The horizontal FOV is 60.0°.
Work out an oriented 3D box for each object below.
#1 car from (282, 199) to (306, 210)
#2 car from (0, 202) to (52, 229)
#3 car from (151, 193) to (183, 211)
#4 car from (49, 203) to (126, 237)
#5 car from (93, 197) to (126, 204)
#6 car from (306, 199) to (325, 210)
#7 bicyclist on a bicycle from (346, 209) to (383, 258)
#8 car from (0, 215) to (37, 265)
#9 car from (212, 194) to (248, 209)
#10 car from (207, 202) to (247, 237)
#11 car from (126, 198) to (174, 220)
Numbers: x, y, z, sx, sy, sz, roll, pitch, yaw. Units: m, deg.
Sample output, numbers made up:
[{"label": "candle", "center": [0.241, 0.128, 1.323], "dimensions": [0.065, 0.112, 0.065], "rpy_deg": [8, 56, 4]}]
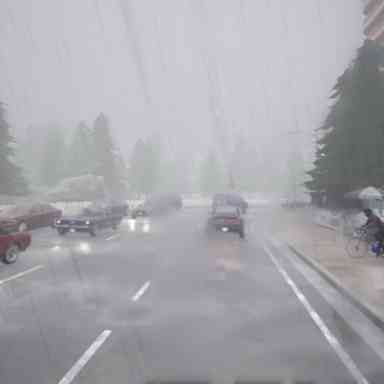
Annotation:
[{"label": "car", "center": [14.808, 1.672, 47.148], "dimensions": [4.902, 1.511, 2.128], "rpy_deg": [1, 0, -36]}, {"label": "car", "center": [-8.824, 1.323, 17.714], "dimensions": [1.882, 1.535, 5.008], "rpy_deg": [1, 0, 7]}, {"label": "car", "center": [-3.141, 1.133, 37.560], "dimensions": [2.150, 2.045, 5.566], "rpy_deg": [1, 0, 29]}, {"label": "car", "center": [-5.334, 1.500, 17.772], "dimensions": [1.895, 1.301, 4.718], "rpy_deg": [1, 0, 7]}, {"label": "car", "center": [-6.994, 1.215, 27.686], "dimensions": [2.097, 1.767, 4.553], "rpy_deg": [1, 0, 16]}, {"label": "car", "center": [18.286, 1.726, 45.301], "dimensions": [4.902, 1.511, 2.128], "rpy_deg": [1, 0, -33]}, {"label": "bicyclist on a bicycle", "center": [5.888, 1.381, 10.853], "dimensions": [1.656, 1.620, 0.582], "rpy_deg": [1, 0, 6]}, {"label": "car", "center": [-6.361, 1.494, 8.661], "dimensions": [1.895, 1.301, 4.718], "rpy_deg": [1, 0, 6]}, {"label": "car", "center": [4.136, 1.249, 35.966], "dimensions": [2.150, 2.045, 5.566], "rpy_deg": [1, 0, 32]}, {"label": "car", "center": [1.886, 1.515, 18.121], "dimensions": [1.837, 1.490, 4.892], "rpy_deg": [1, 0, 8]}, {"label": "car", "center": [-3.418, 1.482, 27.631], "dimensions": [1.994, 1.385, 4.181], "rpy_deg": [1, 0, 17]}]
